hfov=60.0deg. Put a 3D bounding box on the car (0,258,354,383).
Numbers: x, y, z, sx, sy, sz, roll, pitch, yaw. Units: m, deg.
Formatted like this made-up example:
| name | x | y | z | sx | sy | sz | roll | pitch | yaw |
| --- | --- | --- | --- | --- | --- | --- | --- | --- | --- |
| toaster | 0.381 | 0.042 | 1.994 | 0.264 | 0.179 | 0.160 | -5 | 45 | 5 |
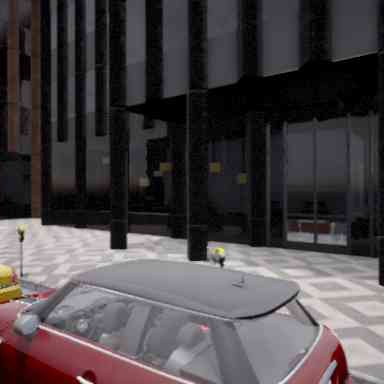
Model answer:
| name | x | y | z | sx | sy | sz | roll | pitch | yaw |
| --- | --- | --- | --- | --- | --- | --- | --- | --- | --- |
| car | -0.653 | 1.445 | 3.431 | 4.097 | 1.590 | 1.967 | 0 | 0 | 36 |
